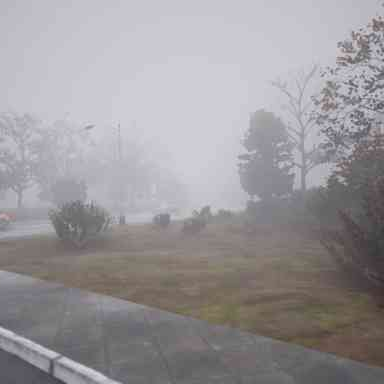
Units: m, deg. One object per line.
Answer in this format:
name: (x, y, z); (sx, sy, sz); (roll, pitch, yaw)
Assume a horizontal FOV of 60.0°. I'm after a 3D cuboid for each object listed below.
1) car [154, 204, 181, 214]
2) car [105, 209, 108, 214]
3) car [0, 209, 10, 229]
car: (-3.407, 2.430, 47.284); (1.812, 1.442, 4.674); (-3, -2, 32)
car: (-11.017, 2.326, 35.194); (2.128, 1.511, 4.902); (-3, -2, 32)
car: (-16.936, 2.164, 26.087); (2.097, 1.767, 4.553); (-3, -2, 33)
